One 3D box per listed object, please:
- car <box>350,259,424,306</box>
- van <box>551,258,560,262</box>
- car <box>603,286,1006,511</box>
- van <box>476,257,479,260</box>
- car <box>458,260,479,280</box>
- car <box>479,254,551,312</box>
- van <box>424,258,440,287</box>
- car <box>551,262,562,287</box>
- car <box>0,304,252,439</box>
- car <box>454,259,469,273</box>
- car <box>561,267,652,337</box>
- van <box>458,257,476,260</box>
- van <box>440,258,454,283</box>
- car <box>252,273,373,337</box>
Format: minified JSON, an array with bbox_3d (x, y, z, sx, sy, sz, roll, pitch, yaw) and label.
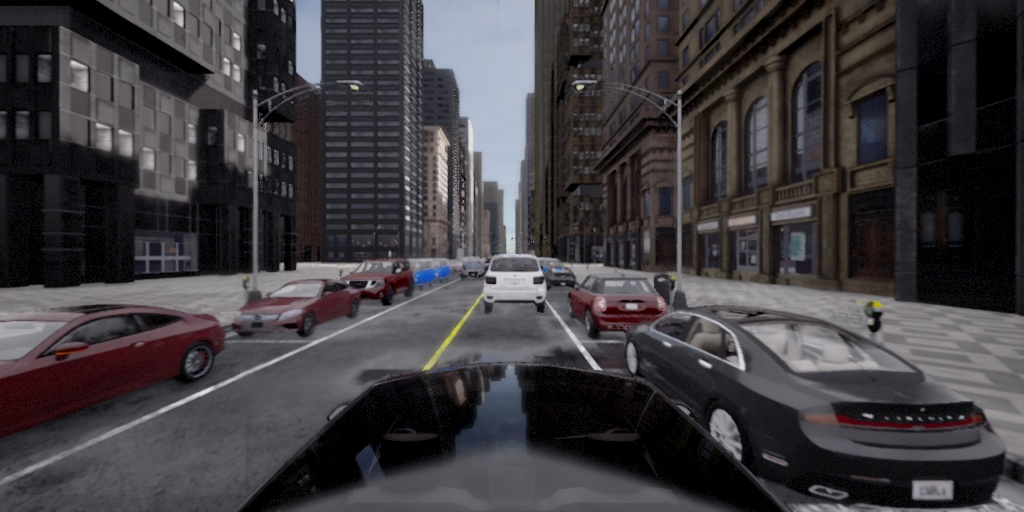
[{"bbox_3d":[-5.763,1.048,15.883,2.192,1.841,5.009,0,0,0],"label":"car"},{"bbox_3d":[2.762,1.061,27.248,1.690,1.789,3.998,0,0,0],"label":"van"},{"bbox_3d":[2.762,1.297,4.537,2.007,1.370,4.403,0,0,0],"label":"car"},{"bbox_3d":[-5.763,1.036,55.625,1.690,1.789,3.998,0,0,0],"label":"van"},{"bbox_3d":[-3.099,1.281,30.386,1.994,1.385,4.181,0,0,0],"label":"car"},{"bbox_3d":[0.093,0.956,14.265,2.150,2.045,5.566,0,0,0],"label":"car"},{"bbox_3d":[-5.763,1.067,21.561,1.690,1.789,3.998,0,0,0],"label":"van"},{"bbox_3d":[2.762,1.277,21.570,2.007,1.370,4.403,0,0,0],"label":"car"},{"bbox_3d":[-5.763,1.329,4.528,1.802,1.307,4.207,0,0,0],"label":"car"},{"bbox_3d":[-5.763,1.291,38.593,1.802,1.307,4.207,0,0,0],"label":"car"},{"bbox_3d":[2.762,1.179,10.214,1.967,1.591,4.097,0,0,0],"label":"car"},{"bbox_3d":[-5.763,1.045,44.270,1.690,1.789,3.998,0,0,0],"label":"van"},{"bbox_3d":[-5.763,1.061,27.238,1.690,1.789,3.998,0,0,0],"label":"van"},{"bbox_3d":[-5.763,1.322,10.206,1.802,1.307,4.207,0,0,0],"label":"car"}]
